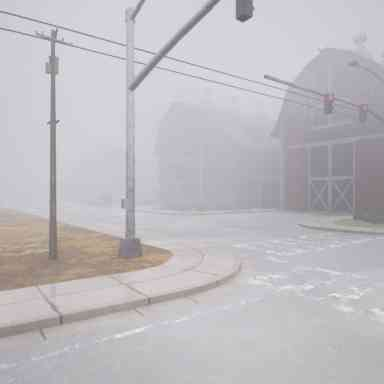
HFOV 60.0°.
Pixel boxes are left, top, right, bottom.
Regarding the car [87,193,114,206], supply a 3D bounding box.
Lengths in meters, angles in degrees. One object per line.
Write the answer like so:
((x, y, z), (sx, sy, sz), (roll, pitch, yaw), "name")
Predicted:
((-13.869, 1.118, 50.556), (3.866, 1.878, 1.905), (-2, 5, 11), "car")
